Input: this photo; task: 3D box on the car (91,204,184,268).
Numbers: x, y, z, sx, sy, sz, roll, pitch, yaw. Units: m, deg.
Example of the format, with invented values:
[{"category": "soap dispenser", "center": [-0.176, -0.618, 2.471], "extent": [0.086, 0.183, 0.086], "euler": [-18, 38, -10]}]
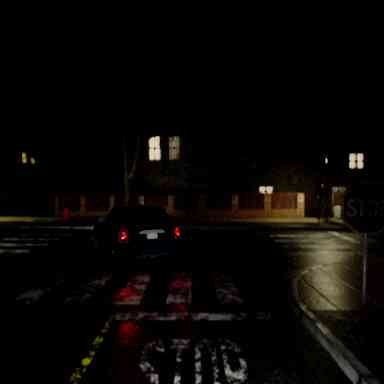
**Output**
[{"category": "car", "center": [-2.009, 1.224, 11.259], "extent": [2.097, 1.767, 4.553], "euler": [-1, 1, -25]}]
